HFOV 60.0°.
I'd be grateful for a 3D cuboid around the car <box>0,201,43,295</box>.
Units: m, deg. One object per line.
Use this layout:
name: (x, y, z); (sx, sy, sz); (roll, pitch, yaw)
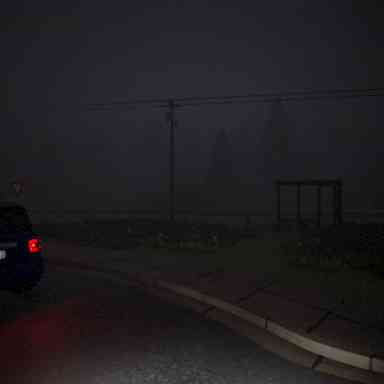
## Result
car: (-5.607, 1.227, 7.545); (5.566, 2.045, 2.150); (0, 0, 37)
